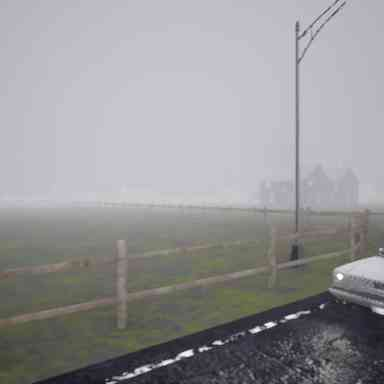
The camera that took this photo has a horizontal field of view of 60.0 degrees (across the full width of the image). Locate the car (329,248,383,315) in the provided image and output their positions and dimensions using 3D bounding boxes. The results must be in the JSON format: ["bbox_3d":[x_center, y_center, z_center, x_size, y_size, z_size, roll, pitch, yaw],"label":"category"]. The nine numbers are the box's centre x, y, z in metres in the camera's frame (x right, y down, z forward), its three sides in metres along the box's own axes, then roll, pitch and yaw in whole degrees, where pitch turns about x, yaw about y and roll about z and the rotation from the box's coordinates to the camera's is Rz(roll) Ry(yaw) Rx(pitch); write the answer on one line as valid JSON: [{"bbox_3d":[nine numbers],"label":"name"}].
[{"bbox_3d":[4.786,1.581,6.612,4.718,1.301,1.895,0,0,-36],"label":"car"}]
